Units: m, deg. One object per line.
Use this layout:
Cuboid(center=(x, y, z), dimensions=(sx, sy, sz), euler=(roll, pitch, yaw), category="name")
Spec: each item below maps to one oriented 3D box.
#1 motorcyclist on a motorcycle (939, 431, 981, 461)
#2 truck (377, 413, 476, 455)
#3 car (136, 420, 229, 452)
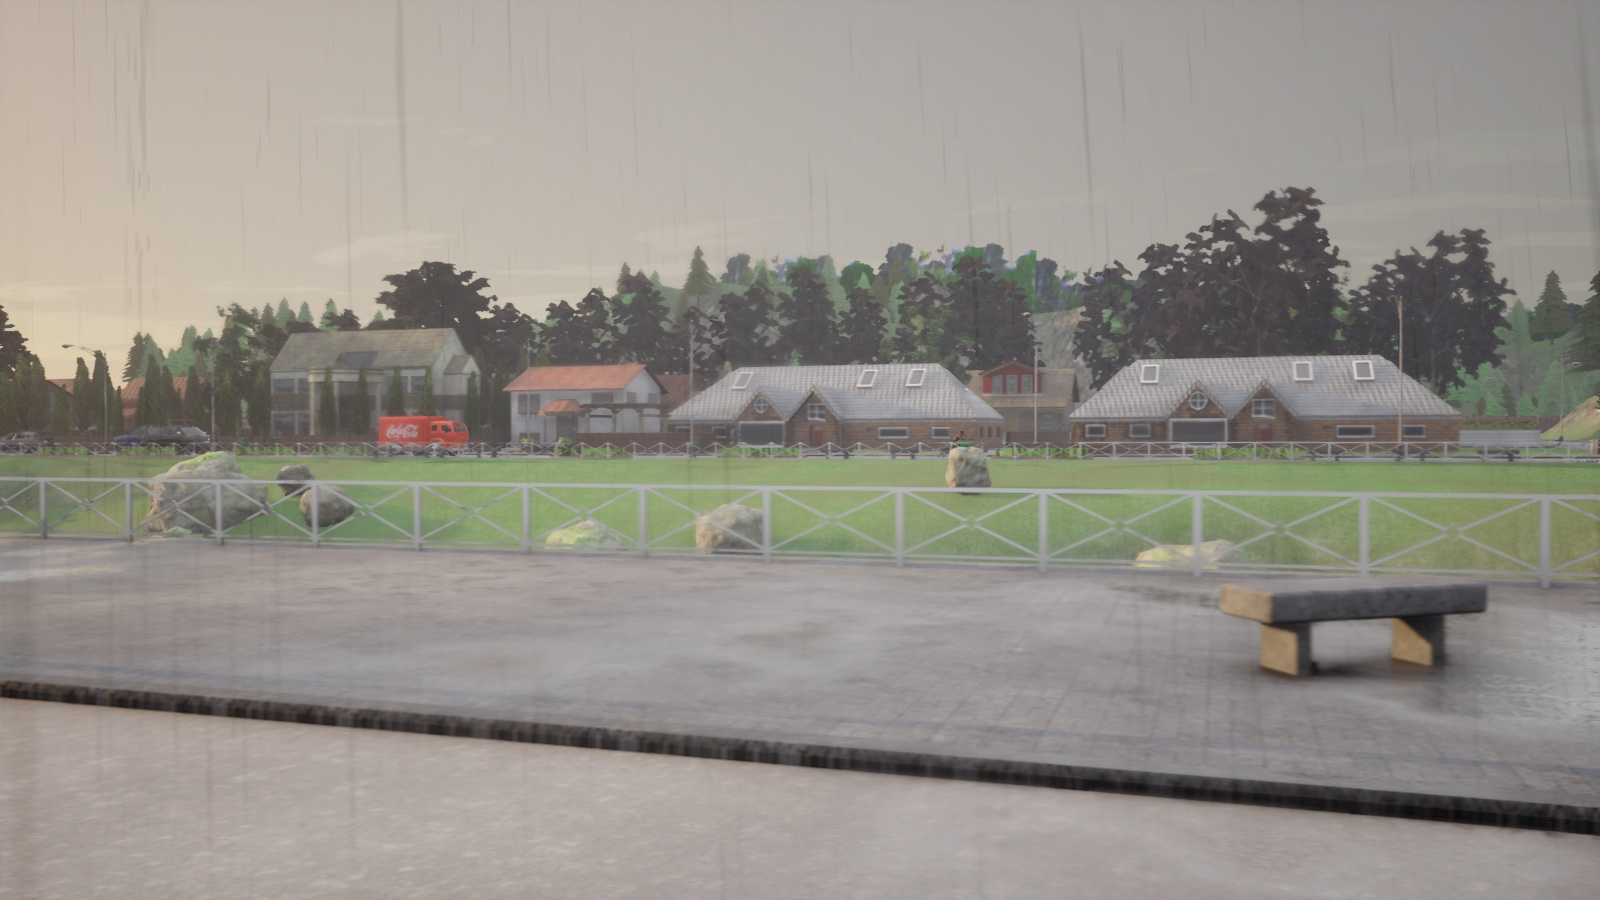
Cuboid(center=(8.401, -0.216, 65.936), dimensions=(2.044, 1.523, 0.797), euler=(1, 1, 19), category="motorcyclist on a motorcycle")
Cuboid(center=(-22.724, -0.969, 76.409), dimensions=(5.204, 2.467, 2.627), euler=(1, 1, 19), category="truck")
Cuboid(center=(-40.544, -0.927, 82.411), dimensions=(5.566, 2.045, 2.150), euler=(1, 1, 19), category="car")
